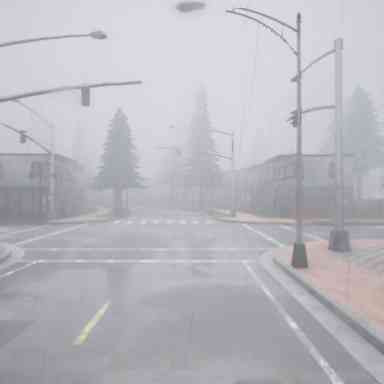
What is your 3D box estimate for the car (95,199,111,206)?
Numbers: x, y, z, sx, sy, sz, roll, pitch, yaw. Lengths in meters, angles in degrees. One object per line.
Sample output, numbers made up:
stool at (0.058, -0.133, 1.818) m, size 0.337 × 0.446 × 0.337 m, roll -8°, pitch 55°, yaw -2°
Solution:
car at (-19.098, 2.223, 71.453) m, size 1.895 × 1.301 × 4.718 m, roll 0°, pitch -1°, yaw -40°
